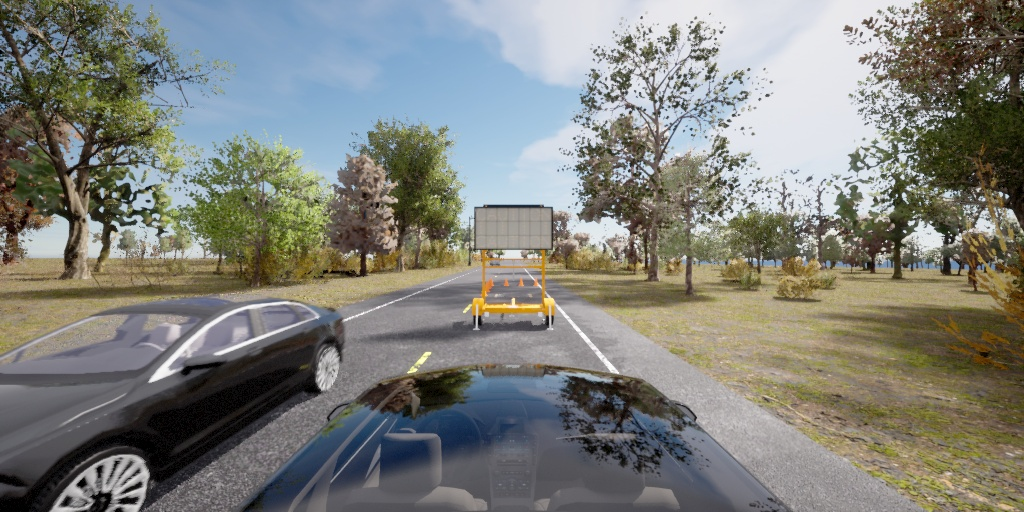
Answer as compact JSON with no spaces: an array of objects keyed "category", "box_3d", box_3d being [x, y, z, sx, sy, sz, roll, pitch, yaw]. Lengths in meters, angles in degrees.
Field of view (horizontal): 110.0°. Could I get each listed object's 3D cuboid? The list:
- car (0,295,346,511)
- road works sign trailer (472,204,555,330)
[{"category":"car","box_3d":[-3.591,1.242,3.838,2.128,1.511,4.902,0,0,0]},{"category":"road works sign trailer","box_3d":[0.050,0.218,11.094,2.380,3.560,2.880,0,0,0]}]
